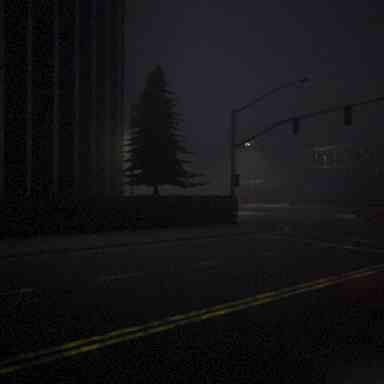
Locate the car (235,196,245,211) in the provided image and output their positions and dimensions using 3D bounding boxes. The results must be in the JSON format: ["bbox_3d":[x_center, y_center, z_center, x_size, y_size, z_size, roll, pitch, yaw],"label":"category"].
[{"bbox_3d":[3.850,1.621,41.682,1.882,1.535,5.008,0,0,-36],"label":"car"}]

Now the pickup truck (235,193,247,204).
[{"bbox_3d":[9.443,1.307,68.343,2.390,2.098,6.274,0,0,-6],"label":"pickup truck"}]

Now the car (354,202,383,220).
[{"bbox_3d":[16.556,1.637,29.253,1.882,1.535,5.008,1,0,-15],"label":"car"}]
